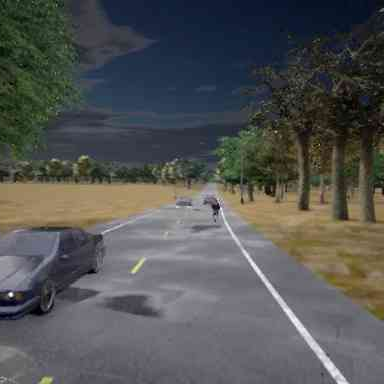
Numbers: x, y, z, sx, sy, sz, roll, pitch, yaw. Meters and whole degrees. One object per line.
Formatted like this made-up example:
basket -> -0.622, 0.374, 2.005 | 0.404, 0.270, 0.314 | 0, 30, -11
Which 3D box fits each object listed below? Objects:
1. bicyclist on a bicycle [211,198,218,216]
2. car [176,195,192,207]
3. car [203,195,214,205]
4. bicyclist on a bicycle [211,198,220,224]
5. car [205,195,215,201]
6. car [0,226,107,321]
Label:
bicyclist on a bicycle -> 2.116, 1.395, 31.009 | 0.582, 1.620, 1.656 | 0, 0, 4
car -> -1.149, 1.230, 50.079 | 2.097, 1.767, 4.553 | 0, 0, 4
car -> 2.892, 1.358, 55.752 | 2.128, 1.511, 4.902 | 0, 0, 4
bicyclist on a bicycle -> 1.577, 1.335, 21.985 | 0.659, 1.776, 1.843 | 0, 0, 3
car -> 4.088, 1.314, 74.522 | 2.033, 1.411, 5.357 | 0, 0, 4
car -> -3.497, 1.532, 7.762 | 2.033, 1.411, 5.357 | 0, 0, 1
